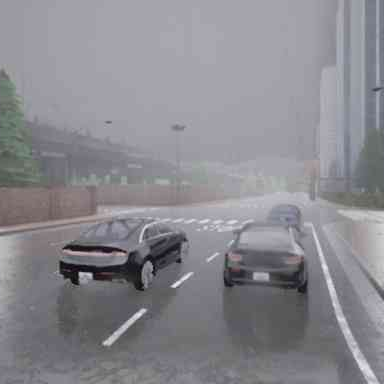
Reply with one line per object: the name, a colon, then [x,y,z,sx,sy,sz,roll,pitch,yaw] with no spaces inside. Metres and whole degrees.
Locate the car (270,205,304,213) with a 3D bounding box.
car: [5.570,1.459,19.811,2.033,1.411,5.357,1,1,19]

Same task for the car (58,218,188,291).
car: [-1.496,1.454,9.013,2.128,1.511,4.902,0,0,15]

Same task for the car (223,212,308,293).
car: [2.010,1.488,8.766,1.812,1.442,4.674,0,0,16]
